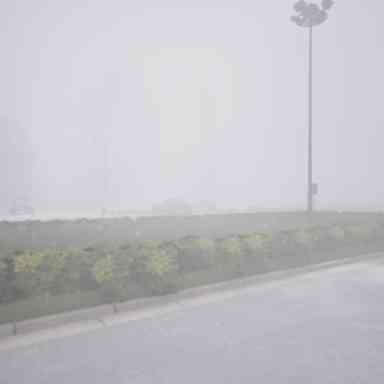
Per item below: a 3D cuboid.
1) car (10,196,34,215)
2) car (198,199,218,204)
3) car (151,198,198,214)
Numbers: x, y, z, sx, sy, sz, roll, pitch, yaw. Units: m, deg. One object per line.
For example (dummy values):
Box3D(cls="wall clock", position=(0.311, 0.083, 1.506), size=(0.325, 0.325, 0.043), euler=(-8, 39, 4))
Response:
Box3D(cls="car", position=(-17.880, 1.374, 34.908), size=(1.905, 1.878, 3.866), euler=(1, 0, -36))
Box3D(cls="car", position=(1.733, 1.799, 49.090), size=(2.242, 1.667, 4.611), euler=(1, 0, -36))
Box3D(cls="car", position=(-1.856, 1.480, 30.138), size=(1.932, 1.855, 4.605), euler=(1, 0, -36))
